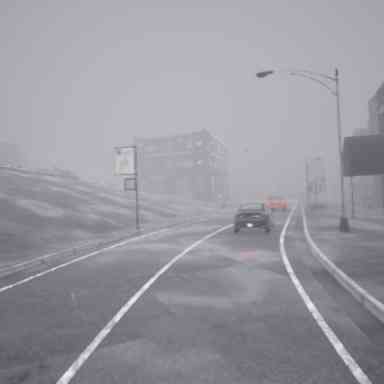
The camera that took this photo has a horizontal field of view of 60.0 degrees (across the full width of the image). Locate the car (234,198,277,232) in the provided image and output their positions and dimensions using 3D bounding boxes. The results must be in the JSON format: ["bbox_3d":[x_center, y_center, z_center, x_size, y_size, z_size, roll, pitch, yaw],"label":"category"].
[{"bbox_3d":[3.519,1.333,18.589,1.837,1.490,4.892,-3,0,17],"label":"car"}]

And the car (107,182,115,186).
[{"bbox_3d":[-17.486,-1.091,66.395,2.002,1.452,4.674,-2,-3,3],"label":"car"}]

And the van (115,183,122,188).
[{"bbox_3d":[-17.224,-1.035,72.067,1.878,1.987,4.442,-2,-3,3],"label":"van"}]

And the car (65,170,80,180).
[{"bbox_3d":[-18.841,-2.166,49.895,2.435,2.045,5.566,-2,-2,7],"label":"car"}]

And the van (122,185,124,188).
[{"bbox_3d":[-17.100,-0.695,77.594,1.878,1.987,4.442,-2,-4,1],"label":"van"}]

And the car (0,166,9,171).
[{"bbox_3d":[-21.230,-2.427,33.401,2.002,1.452,4.674,-2,-2,11],"label":"car"}]

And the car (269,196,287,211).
[{"bbox_3d":[9.410,1.191,37.097,2.097,1.767,4.553,-3,-1,18],"label":"car"}]

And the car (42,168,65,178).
[{"bbox_3d":[-19.537,-2.251,44.327,2.185,1.767,4.553,-2,-2,8],"label":"car"}]

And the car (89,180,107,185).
[{"bbox_3d":[-17.831,-1.379,60.871,2.002,1.452,4.674,-2,-3,4],"label":"car"}]

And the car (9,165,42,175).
[{"bbox_3d":[-20.337,-2.310,38.747,2.231,1.521,4.892,-2,-2,9],"label":"car"}]
